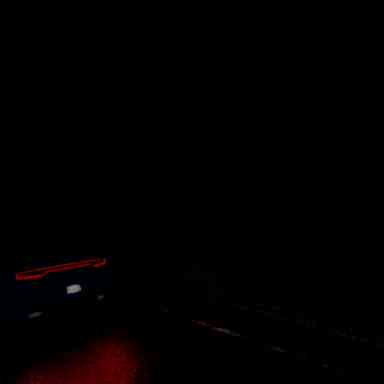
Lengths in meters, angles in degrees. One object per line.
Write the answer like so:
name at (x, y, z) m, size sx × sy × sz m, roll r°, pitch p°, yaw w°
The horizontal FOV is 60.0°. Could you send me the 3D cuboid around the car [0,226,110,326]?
car at (-3.770, 1.471, 7.152) m, size 5.008 × 1.535 × 1.882 m, roll -1°, pitch -1°, yaw 43°
